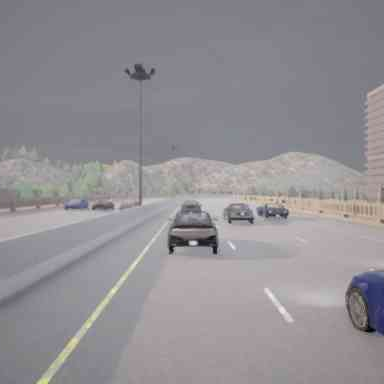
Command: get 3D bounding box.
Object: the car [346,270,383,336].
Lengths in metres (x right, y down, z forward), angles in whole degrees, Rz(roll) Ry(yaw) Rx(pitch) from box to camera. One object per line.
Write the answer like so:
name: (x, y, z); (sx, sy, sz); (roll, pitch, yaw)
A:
car: (3.570, 1.528, 3.829); (1.812, 1.442, 4.674); (0, 0, 0)

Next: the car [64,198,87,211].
car: (-14.294, 1.537, 41.395); (1.882, 1.535, 5.008); (0, 0, 0)

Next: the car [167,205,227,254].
car: (0.033, 1.508, 13.643); (2.128, 1.511, 4.902); (0, 0, 0)

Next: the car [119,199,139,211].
car: (-7.289, 1.578, 39.098); (1.812, 1.442, 4.674); (0, 0, 0)

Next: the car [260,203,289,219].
car: (6.954, 1.632, 29.204); (1.895, 1.301, 4.718); (0, 0, 0)

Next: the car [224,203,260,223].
car: (3.474, 1.576, 25.425); (2.033, 1.411, 5.357); (0, 0, 0)

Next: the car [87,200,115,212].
car: (-10.795, 1.657, 40.549); (1.895, 1.301, 4.718); (0, 0, 0)

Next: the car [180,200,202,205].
car: (-0.054, 1.542, 30.859); (1.837, 1.490, 4.892); (0, 0, 0)
